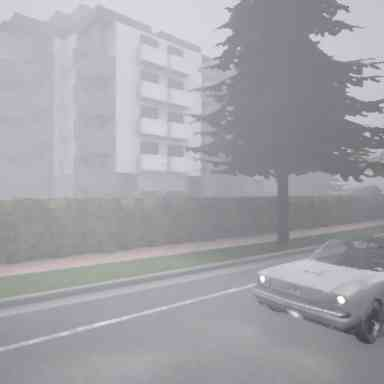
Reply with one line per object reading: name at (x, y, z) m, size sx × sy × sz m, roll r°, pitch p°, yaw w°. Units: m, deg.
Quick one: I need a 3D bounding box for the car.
car at (3.380, 1.610, 6.564) m, size 4.718 × 1.301 × 1.895 m, roll 0°, pitch 0°, yaw -37°
